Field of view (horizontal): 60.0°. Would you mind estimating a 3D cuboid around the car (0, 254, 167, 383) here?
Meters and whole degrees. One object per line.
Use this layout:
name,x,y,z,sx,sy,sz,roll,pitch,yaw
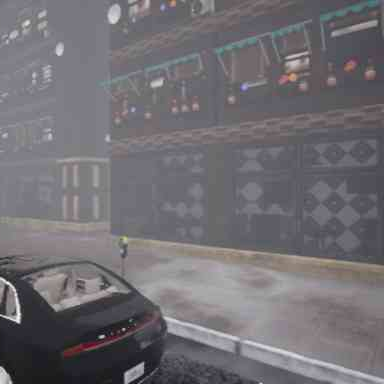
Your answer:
car,-2.343,1.545,4.548,4.403,1.369,2.008,0,0,36
